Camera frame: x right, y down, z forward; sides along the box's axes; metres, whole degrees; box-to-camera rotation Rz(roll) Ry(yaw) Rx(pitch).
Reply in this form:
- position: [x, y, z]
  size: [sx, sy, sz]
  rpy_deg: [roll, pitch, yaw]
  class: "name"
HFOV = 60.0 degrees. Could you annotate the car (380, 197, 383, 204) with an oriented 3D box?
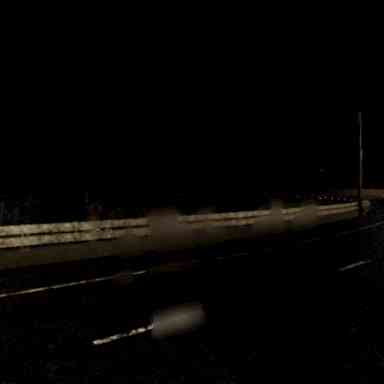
- position: [35.137, 1.466, 59.571]
  size: [2.128, 1.511, 4.902]
  rpy_deg: [0, 0, 18]
  class: "car"
